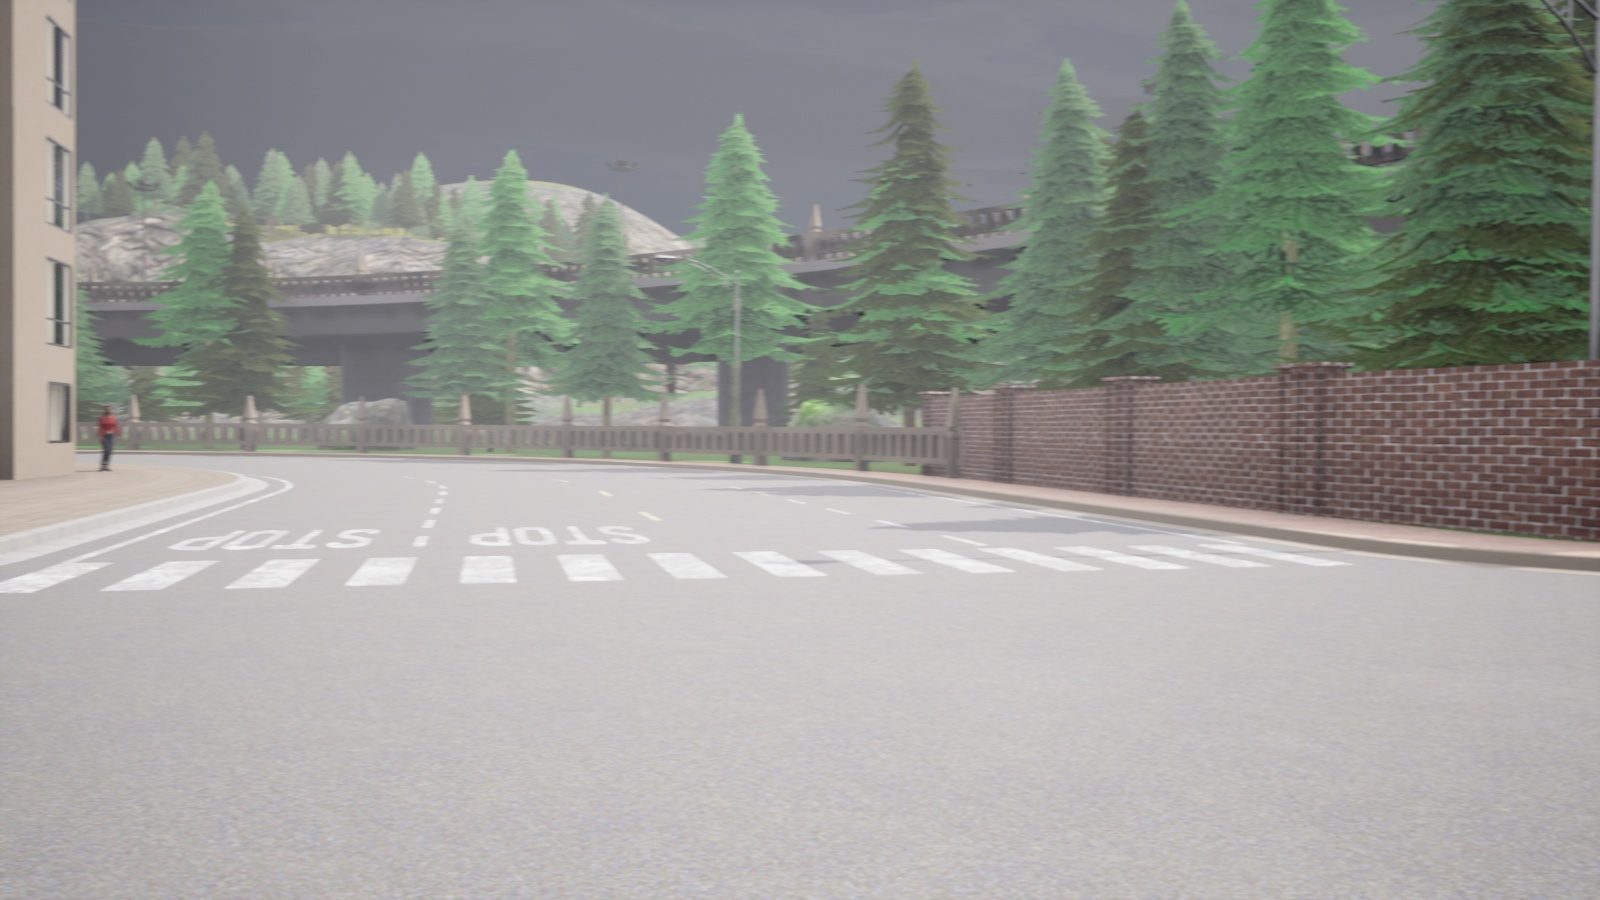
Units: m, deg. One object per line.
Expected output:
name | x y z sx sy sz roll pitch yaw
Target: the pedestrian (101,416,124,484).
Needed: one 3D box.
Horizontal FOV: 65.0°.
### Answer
pedestrian | -18.851 0.003 34.456 0.636 1.846 0.331 0 1 42
